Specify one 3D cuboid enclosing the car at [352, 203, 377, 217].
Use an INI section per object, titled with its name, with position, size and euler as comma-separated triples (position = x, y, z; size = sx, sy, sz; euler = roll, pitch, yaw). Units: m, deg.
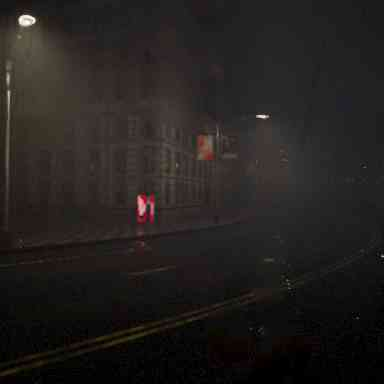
[car]
position = 19.158, 1.934, 37.021
size = 1.882, 1.535, 5.008
euler = 0, -1, 18
